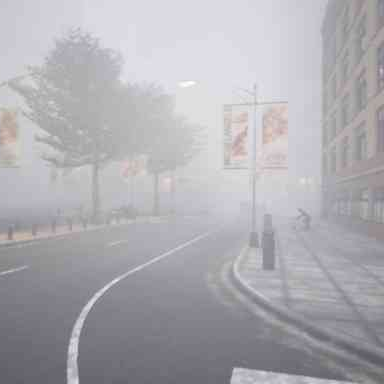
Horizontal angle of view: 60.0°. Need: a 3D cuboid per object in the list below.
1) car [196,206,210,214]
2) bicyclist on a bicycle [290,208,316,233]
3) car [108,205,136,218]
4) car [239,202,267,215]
[{"bbox_3d":[1.695,2.771,51.586,1.895,1.301,4.718,1,-1,-2],"label":"car"},{"bbox_3d":[7.262,1.895,21.834,1.656,1.620,0.582,0,-1,14],"label":"bicyclist on a bicycle"},{"bbox_3d":[-8.302,2.263,39.882,2.128,1.511,4.902,1,-1,14],"label":"car"},{"bbox_3d":[9.308,2.483,50.601,2.150,2.045,5.566,0,-1,41],"label":"car"}]
